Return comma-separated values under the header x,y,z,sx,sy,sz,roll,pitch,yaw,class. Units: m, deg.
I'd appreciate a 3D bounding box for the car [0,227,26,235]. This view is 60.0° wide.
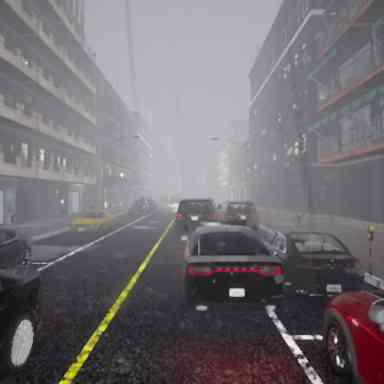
x,y,z,sx,sy,sz,roll,pitch,yaw,class
-5.705,1.609,8.452,1.947,1.339,4.313,0,0,0,car

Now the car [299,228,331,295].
x,y,z,sx,sy,sz,roll,pitch,yaw,class
2.677,1.594,8.464,2.008,1.369,4.403,0,0,0,car

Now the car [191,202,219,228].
x,y,z,sx,sy,sz,roll,pitch,yaw,class
0.856,1.576,24.149,1.801,1.575,5.366,0,0,0,car

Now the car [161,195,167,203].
x,y,z,sx,sy,sz,roll,pitch,yaw,class
-5.815,1.655,70.454,2.192,1.841,5.009,0,0,0,car

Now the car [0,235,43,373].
x,y,z,sx,sy,sz,roll,pitch,yaw,class
-3.105,1.493,2.840,1.882,1.535,5.008,0,0,0,car

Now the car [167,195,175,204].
x,y,z,sx,sy,sz,roll,pitch,yaw,class
-3.119,1.538,65.556,2.150,2.045,5.566,0,0,0,car

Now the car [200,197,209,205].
x,y,z,sx,sy,sz,roll,pitch,yaw,class
2.564,1.866,70.634,1.752,1.417,4.829,0,0,0,car

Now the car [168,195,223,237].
x,y,z,sx,sy,sz,roll,pitch,yaw,class
0.401,1.304,18.045,2.150,2.045,5.566,-1,0,6,car

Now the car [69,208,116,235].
x,y,z,sx,sy,sz,roll,pitch,yaw,class
-5.725,1.624,19.555,1.752,1.417,4.829,0,0,0,car

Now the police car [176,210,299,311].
x,y,z,sx,sy,sz,roll,pitch,yaw,class
0.748,1.465,8.074,1.930,1.638,5.238,0,0,0,police car

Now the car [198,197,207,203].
x,y,z,sx,sy,sz,roll,pitch,yaw,class
2.543,1.936,81.737,1.887,1.381,4.507,0,0,0,car

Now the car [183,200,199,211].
x,y,z,sx,sy,sz,roll,pitch,yaw,class
-0.071,1.768,44.970,2.033,1.411,5.357,0,0,0,car

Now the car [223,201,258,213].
x,y,z,sx,sy,sz,roll,pitch,yaw,class
2.657,1.414,19.739,2.192,1.841,5.009,0,0,0,car

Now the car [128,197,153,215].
x,y,z,sx,sy,sz,roll,pitch,yaw,class
-5.755,1.621,36.636,1.967,1.590,4.097,0,0,0,car

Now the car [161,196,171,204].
x,y,z,sx,sy,sz,roll,pitch,yaw,class
-5.827,1.806,76.089,1.967,1.590,4.097,0,0,0,car

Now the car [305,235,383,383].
x,y,z,sx,sy,sz,roll,pitch,yaw,class
2.687,1.455,2.829,1.967,1.590,4.097,0,0,0,car

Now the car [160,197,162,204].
x,y,z,sx,sy,sz,roll,pitch,yaw,class
-5.776,1.816,47.908,1.802,1.307,4.206,0,0,0,car

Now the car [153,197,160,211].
x,y,z,sx,sy,sz,roll,pitch,yaw,class
-5.765,1.523,42.273,2.192,1.841,5.009,0,0,0,car
